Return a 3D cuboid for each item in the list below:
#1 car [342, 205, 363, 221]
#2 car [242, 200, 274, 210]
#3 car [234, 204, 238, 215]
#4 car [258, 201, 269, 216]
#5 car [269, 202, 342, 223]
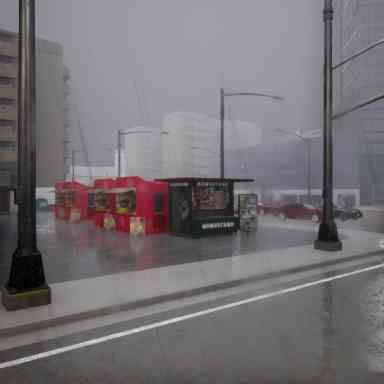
[{"bbox_3d":[12.238,1.672,28.434,1.994,1.385,4.181,0,-1,-35],"label":"car"},{"bbox_3d":[9.835,1.954,49.970,1.895,1.301,4.718,0,-1,-36],"label":"car"},{"bbox_3d":[3.558,1.750,34.446,1.812,1.442,4.674,0,-1,-36],"label":"car"},{"bbox_3d":[6.961,1.689,35.710,1.882,1.535,5.008,0,-1,-36],"label":"car"},{"bbox_3d":[9.011,1.589,26.889,1.882,1.535,5.008,0,-1,-38],"label":"car"}]
